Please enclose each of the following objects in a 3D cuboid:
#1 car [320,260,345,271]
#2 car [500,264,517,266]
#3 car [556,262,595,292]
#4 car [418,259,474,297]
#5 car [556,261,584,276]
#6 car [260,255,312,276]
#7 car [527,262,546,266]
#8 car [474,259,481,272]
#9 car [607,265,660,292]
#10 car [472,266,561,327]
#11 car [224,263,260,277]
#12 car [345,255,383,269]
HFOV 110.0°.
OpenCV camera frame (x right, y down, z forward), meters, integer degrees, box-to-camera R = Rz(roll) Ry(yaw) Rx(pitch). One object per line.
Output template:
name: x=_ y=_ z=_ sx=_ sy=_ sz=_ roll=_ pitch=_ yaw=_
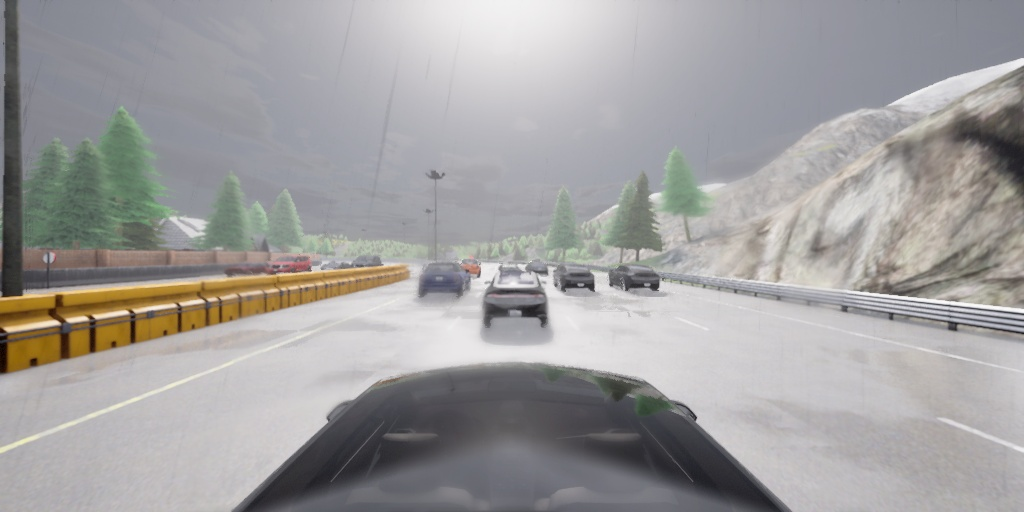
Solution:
car: x=-18.717 y=1.216 z=38.126 sx=2.128 sy=1.511 sz=4.902 roll=0 pitch=0 yaw=-7
car: x=-0.354 y=1.328 z=31.969 sx=1.895 sy=1.301 sz=4.718 roll=0 pitch=0 yaw=-4
car: x=3.597 y=1.241 z=21.286 sx=1.837 sy=1.490 sz=4.892 roll=0 pitch=0 yaw=-1
car: x=-3.382 y=1.089 z=18.735 sx=2.097 sy=1.767 sz=4.553 roll=0 pitch=0 yaw=0
car: x=6.101 y=1.286 z=38.375 sx=1.994 sy=1.385 sz=4.181 roll=0 pitch=0 yaw=-6
car: x=-21.922 y=0.948 z=35.521 sx=2.150 sy=2.045 sz=5.566 roll=0 pitch=0 yaw=-6
car: x=2.589 y=1.286 z=38.374 sx=1.994 sy=1.385 sz=4.181 roll=0 pitch=0 yaw=-6
car: x=-4.115 y=1.076 z=34.792 sx=2.097 sy=1.767 sz=4.553 roll=0 pitch=0 yaw=-5
car: x=7.096 y=1.241 z=21.301 sx=1.837 sy=1.490 sz=4.892 roll=0 pitch=0 yaw=-1
car: x=0.120 y=1.235 z=11.519 sx=2.128 sy=1.511 sz=4.902 roll=0 pitch=0 yaw=1
car: x=-25.345 y=1.328 z=34.653 sx=1.895 sy=1.301 sz=4.718 roll=0 pitch=0 yaw=-6
car: x=-15.082 y=0.946 z=37.325 sx=2.150 sy=2.045 sz=5.566 roll=0 pitch=0 yaw=-6
